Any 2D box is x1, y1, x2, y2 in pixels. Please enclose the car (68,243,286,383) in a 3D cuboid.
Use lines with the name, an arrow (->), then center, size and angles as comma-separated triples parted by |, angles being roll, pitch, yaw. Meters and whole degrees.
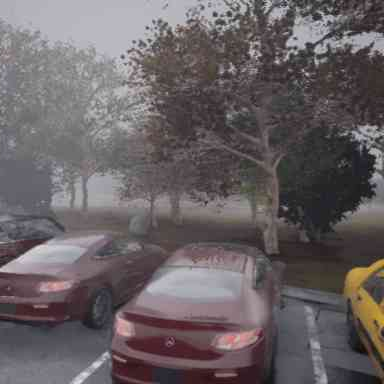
car -> 0.425, 1.529, 5.214 | 2.002, 1.452, 4.674 | 0, -1, 16

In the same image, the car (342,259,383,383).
car -> 2.784, 1.481, 3.306 | 1.946, 1.575, 5.366 | 1, -1, 16

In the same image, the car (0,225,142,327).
car -> -1.968, 1.532, 6.958 | 2.002, 1.452, 4.674 | 0, -1, 17

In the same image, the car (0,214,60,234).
car -> -4.357, 1.369, 8.693 | 2.185, 1.767, 4.553 | 0, -1, 17
